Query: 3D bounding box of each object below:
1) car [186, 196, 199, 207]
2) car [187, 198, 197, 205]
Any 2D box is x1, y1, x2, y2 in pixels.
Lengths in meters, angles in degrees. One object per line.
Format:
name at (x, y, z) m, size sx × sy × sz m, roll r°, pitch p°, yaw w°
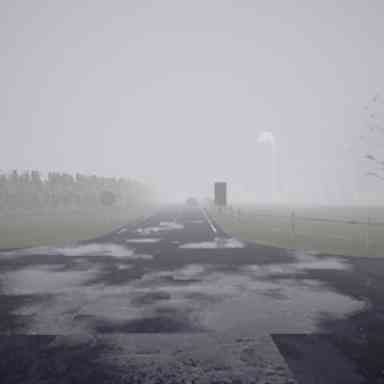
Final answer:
car at (0.025, 1.503, 54.543) m, size 2.097 × 1.767 × 4.553 m, roll 0°, pitch 0°, yaw 0°
car at (-0.038, 1.790, 64.595) m, size 1.895 × 1.301 × 4.718 m, roll 0°, pitch 0°, yaw 0°
